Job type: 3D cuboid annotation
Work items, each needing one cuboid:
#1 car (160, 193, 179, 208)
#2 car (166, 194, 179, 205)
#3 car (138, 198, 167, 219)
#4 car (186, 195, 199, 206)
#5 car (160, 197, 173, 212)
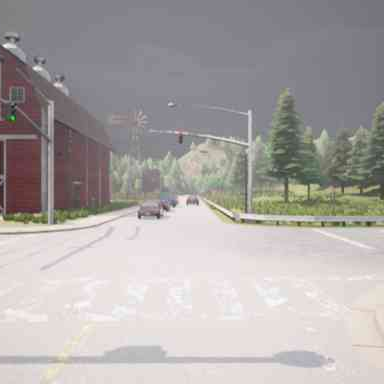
[{"bbox_3d":[-3.510,1.217,49.139,2.150,2.045,5.566,0,0,0],"label":"car"},{"bbox_3d":[-3.455,1.346,59.440,2.097,1.767,4.553,0,0,0],"label":"car"},{"bbox_3d":[-3.551,1.523,29.143,1.812,1.442,4.674,0,0,0],"label":"car"},{"bbox_3d":[0.094,1.346,55.549,2.097,1.767,4.553,0,0,0],"label":"car"},{"bbox_3d":[-3.535,1.597,38.304,1.895,1.301,4.718,0,0,0],"label":"car"}]
